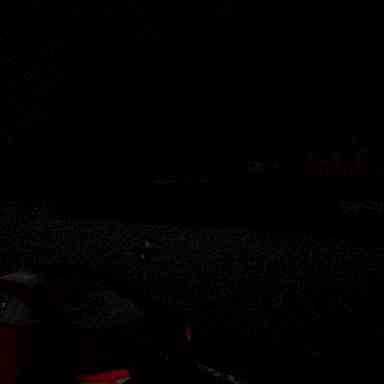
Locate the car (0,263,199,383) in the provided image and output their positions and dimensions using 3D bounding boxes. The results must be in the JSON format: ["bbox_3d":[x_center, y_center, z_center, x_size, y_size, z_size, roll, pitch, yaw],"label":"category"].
[{"bbox_3d":[-1.868,1.581,4.135,4.206,1.307,1.802,0,1,36],"label":"car"}]
